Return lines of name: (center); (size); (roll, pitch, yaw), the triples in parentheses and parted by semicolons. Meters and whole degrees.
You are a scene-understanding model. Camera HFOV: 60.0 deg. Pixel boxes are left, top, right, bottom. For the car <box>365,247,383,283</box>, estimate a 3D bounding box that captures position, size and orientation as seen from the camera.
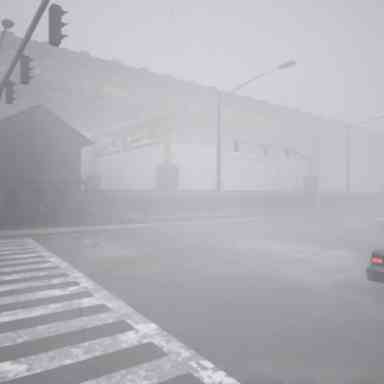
car: (6.506, 1.611, 8.399); (5.357, 1.411, 2.033); (0, 0, -36)
